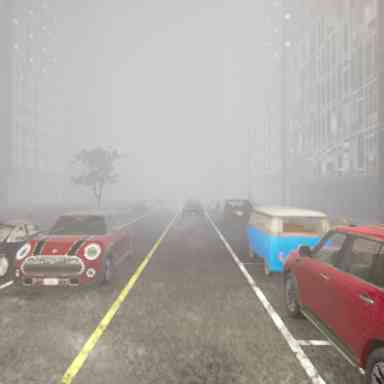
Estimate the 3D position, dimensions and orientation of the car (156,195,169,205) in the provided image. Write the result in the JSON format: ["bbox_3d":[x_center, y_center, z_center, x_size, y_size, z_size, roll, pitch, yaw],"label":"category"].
[{"bbox_3d":[-5.702,1.572,60.708,1.887,1.381,4.507,1,0,0],"label":"car"}]

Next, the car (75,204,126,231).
[{"bbox_3d":[-5.690,1.563,21.208,2.008,1.369,4.403,1,0,0],"label":"car"}]

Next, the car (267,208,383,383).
[{"bbox_3d":[2.699,1.318,4.310,2.192,1.841,5.009,1,0,0],"label":"car"}]

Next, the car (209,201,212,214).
[{"bbox_3d":[2.687,1.600,32.517,1.802,1.307,4.206,1,0,0],"label":"car"}]

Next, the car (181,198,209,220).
[{"bbox_3d":[0.090,1.507,28.311,2.128,1.511,4.902,0,0,0],"label":"car"}]

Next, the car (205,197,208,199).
[{"bbox_3d":[2.686,1.546,38.328,1.752,1.417,4.829,1,0,0],"label":"car"}]

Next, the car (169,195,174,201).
[{"bbox_3d":[-5.709,1.555,83.109,1.752,1.417,4.829,1,0,0],"label":"car"}]

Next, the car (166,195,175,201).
[{"bbox_3d":[-5.711,1.574,88.922,1.887,1.381,4.507,1,0,0],"label":"car"}]

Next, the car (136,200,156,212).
[{"bbox_3d":[-5.695,1.571,38.137,2.008,1.369,4.403,1,0,0],"label":"car"}]

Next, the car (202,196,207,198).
[{"bbox_3d":[2.675,1.579,72.007,2.008,1.369,4.403,1,0,0],"label":"car"}]

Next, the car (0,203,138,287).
[{"bbox_3d":[-3.048,1.357,9.473,2.097,1.767,4.553,0,0,0],"label":"car"}]

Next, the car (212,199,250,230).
[{"bbox_3d":[2.694,1.327,21.234,2.192,1.841,5.009,1,0,0],"label":"car"}]

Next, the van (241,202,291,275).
[{"bbox_3d":[2.697,1.347,9.952,1.690,1.788,3.998,1,0,0],"label":"van"}]
